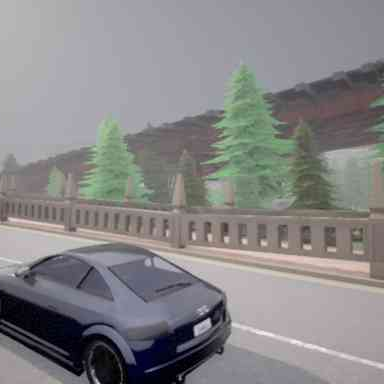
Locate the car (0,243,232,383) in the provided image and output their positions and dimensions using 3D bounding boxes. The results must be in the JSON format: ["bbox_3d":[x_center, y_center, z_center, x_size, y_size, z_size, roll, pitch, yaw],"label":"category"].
[{"bbox_3d":[-1.505,1.491,5.049,4.181,1.385,1.994,2,1,36],"label":"car"}]
